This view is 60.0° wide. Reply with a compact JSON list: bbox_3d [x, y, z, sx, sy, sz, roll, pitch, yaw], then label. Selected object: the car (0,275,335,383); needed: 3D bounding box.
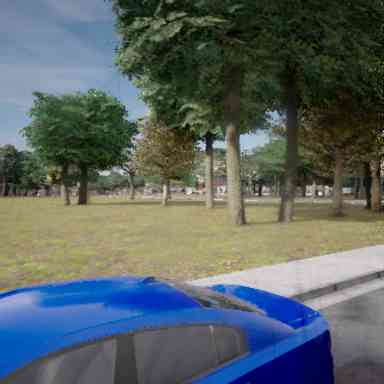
[{"bbox_3d":[-1.037,1.478,2.332,5.008,1.535,1.882,0,0,-35],"label":"car"}]
